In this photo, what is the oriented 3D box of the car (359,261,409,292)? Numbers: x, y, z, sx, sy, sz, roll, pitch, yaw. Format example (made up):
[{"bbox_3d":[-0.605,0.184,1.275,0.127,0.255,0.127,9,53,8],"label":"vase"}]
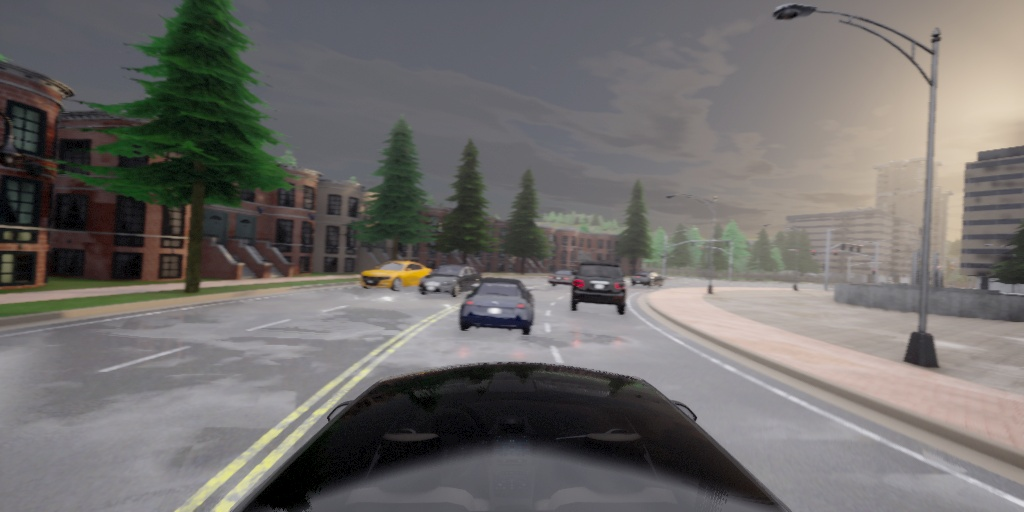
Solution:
[{"bbox_3d":[-6.172,1.014,19.621,1.882,1.535,5.008,3,-1,15],"label":"car"}]

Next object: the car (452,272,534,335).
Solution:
[{"bbox_3d":[-0.317,1.364,10.978,1.994,1.385,4.181,3,0,3],"label":"car"}]

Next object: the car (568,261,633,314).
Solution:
[{"bbox_3d":[3.818,1.291,16.090,2.150,2.045,5.566,3,0,12],"label":"car"}]

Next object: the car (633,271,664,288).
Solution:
[{"bbox_3d":[12.940,2.206,34.099,2.128,1.511,4.902,3,-1,40],"label":"car"}]

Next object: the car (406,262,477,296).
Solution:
[{"bbox_3d":[-2.964,1.196,18.119,2.128,1.511,4.902,3,0,14],"label":"car"}]

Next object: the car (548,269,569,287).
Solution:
[{"bbox_3d":[4.549,1.749,28.189,2.033,1.411,5.357,3,0,28],"label":"car"}]
